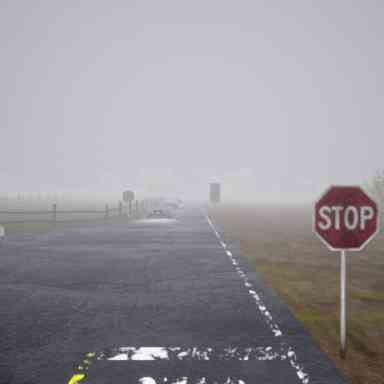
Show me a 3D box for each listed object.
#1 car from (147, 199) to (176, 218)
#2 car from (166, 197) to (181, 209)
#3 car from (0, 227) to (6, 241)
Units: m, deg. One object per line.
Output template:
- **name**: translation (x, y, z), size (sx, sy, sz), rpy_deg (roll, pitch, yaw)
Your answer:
- **car**: translation (-2.802, 1.561, 29.658), size (1.994, 1.385, 4.181), rpy_deg (0, 0, 1)
- **car**: translation (-2.842, 1.475, 45.037), size (1.882, 1.535, 5.008), rpy_deg (0, 0, 0)
- **car**: translation (-9.474, 1.496, 11.895), size (4.718, 1.301, 1.895), rpy_deg (1, 0, 3)
